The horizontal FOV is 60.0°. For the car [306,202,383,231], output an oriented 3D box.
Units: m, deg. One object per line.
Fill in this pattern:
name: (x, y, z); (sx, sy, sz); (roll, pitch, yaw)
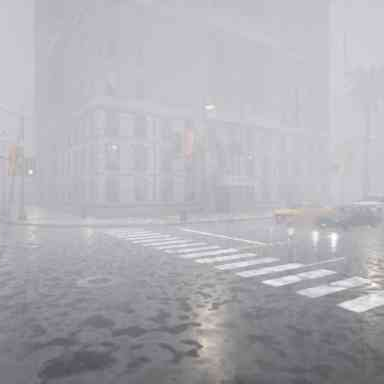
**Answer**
car: (9.905, 1.547, 20.924); (5.357, 1.411, 2.033); (0, 0, -34)

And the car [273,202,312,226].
car: (7.973, 1.478, 23.839); (5.008, 1.535, 1.882); (0, 0, -34)

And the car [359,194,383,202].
car: (16.446, 1.221, 29.478); (5.566, 2.045, 2.150); (0, 0, -33)
